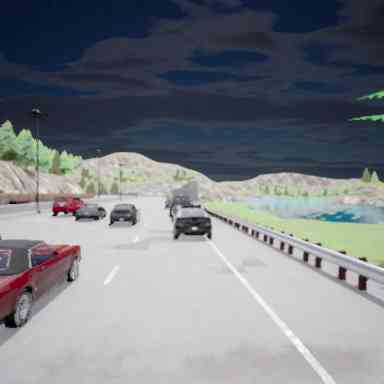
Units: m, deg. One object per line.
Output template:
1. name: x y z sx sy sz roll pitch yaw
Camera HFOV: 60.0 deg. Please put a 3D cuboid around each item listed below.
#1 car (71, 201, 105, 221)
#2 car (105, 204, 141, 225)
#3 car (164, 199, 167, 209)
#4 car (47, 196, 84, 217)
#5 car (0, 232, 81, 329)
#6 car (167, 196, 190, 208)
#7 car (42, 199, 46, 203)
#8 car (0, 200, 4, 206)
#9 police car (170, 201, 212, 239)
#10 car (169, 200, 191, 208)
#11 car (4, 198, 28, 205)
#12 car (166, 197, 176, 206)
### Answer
1. car: -8.842 1.735 29.379 1.994 1.385 4.181 0 0 -4
2. car: -5.045 1.649 25.360 1.837 1.490 4.892 0 0 -4
3. car: -3.059 1.796 49.051 1.812 1.442 4.674 0 0 -4
4. car: -12.729 1.422 34.676 2.150 2.045 5.566 0 -1 -4
5. car: -3.817 1.644 6.937 1.895 1.301 4.718 0 0 -3
6. car: -1.210 1.411 34.124 2.150 2.045 5.566 0 0 -4
7. car: -29.287 1.960 68.341 1.994 1.385 4.181 0 0 -4
8. car: -36.111 1.926 65.645 2.128 1.511 4.902 0 0 -4
9. police car: -0.068 1.525 18.244 1.930 1.638 5.238 0 0 -4
10. car: -0.777 1.680 28.107 1.812 1.442 4.674 0 0 -4
11. car: -32.329 1.971 61.844 1.895 1.301 4.718 0 0 -4
12. car: -4.182 1.834 64.603 1.882 1.535 5.008 0 0 -4
